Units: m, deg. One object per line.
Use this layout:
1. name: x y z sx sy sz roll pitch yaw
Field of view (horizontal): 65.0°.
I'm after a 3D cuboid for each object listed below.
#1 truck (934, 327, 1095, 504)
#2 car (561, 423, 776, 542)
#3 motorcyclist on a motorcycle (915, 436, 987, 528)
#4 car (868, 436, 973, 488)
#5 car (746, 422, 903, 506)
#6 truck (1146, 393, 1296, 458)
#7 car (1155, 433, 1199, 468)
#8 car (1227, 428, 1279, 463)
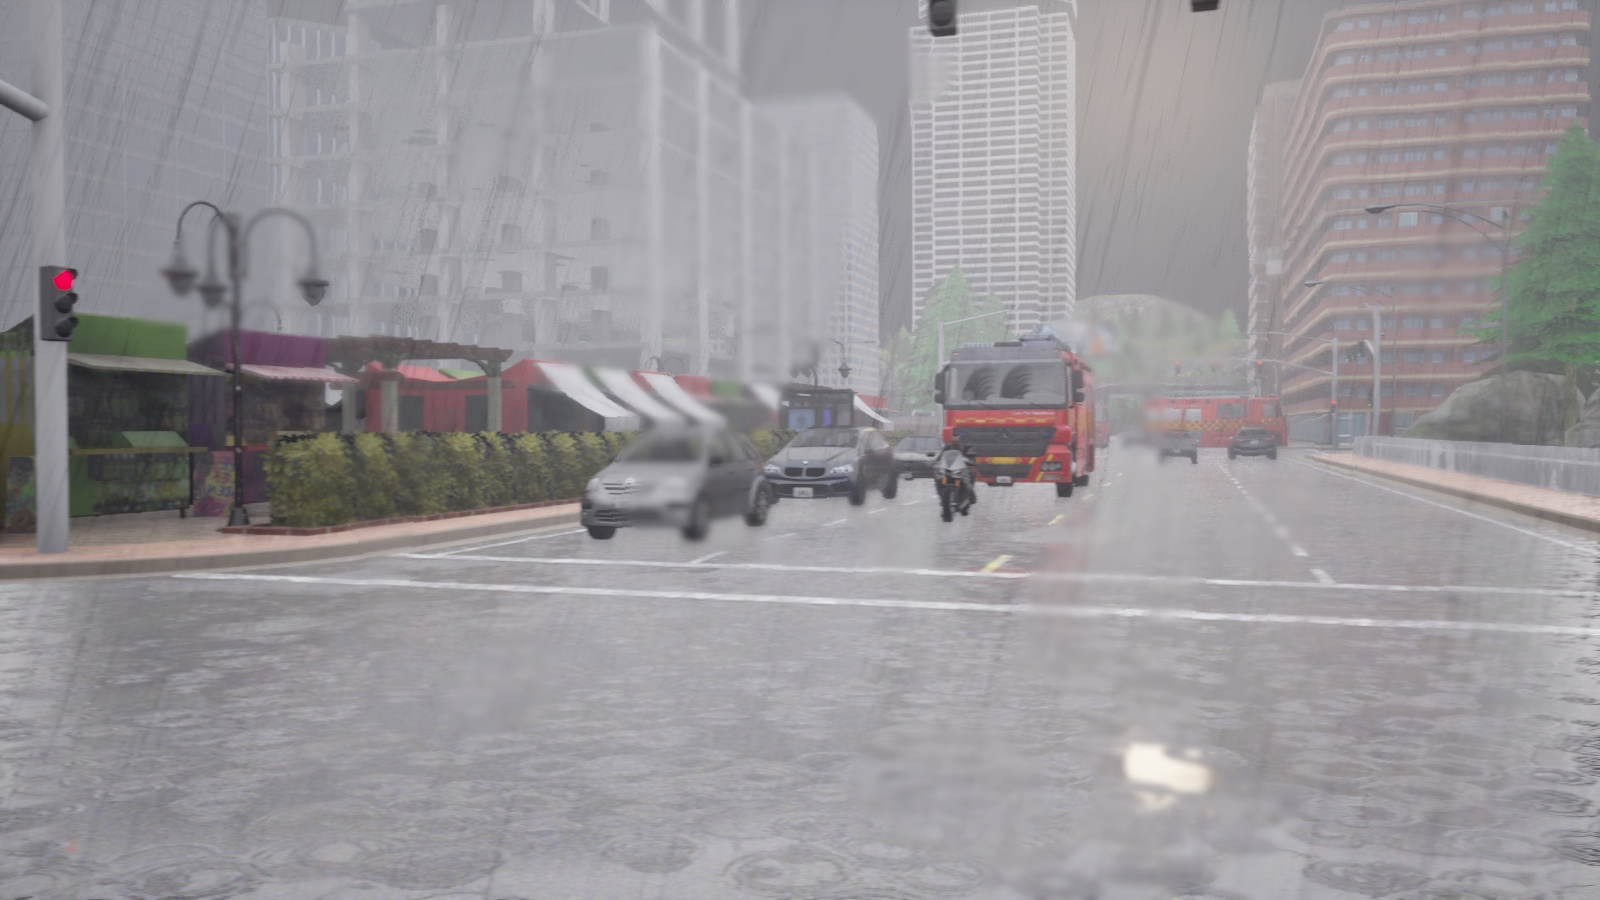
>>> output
1. truck: 5.618 -0.823 31.596 2.891 3.827 8.468 0 1 17
2. car: -1.876 0.410 19.215 1.851 1.617 3.988 0 1 17
3. motorcyclist on a motorcycle: 2.689 0.517 22.139 0.866 1.530 2.191 0 1 17
4. car: 3.640 0.294 37.085 2.033 1.411 5.357 0 1 17
5. car: 0.653 0.234 27.410 2.242 1.667 4.611 0 1 17
6. truck: 25.616 -1.488 76.772 8.468 3.827 2.891 0 1 17
7. car: 17.050 -0.005 56.796 1.845 1.501 3.633 0 1 17
8. car: 22.436 -0.244 62.378 2.242 1.667 4.611 1 1 17
